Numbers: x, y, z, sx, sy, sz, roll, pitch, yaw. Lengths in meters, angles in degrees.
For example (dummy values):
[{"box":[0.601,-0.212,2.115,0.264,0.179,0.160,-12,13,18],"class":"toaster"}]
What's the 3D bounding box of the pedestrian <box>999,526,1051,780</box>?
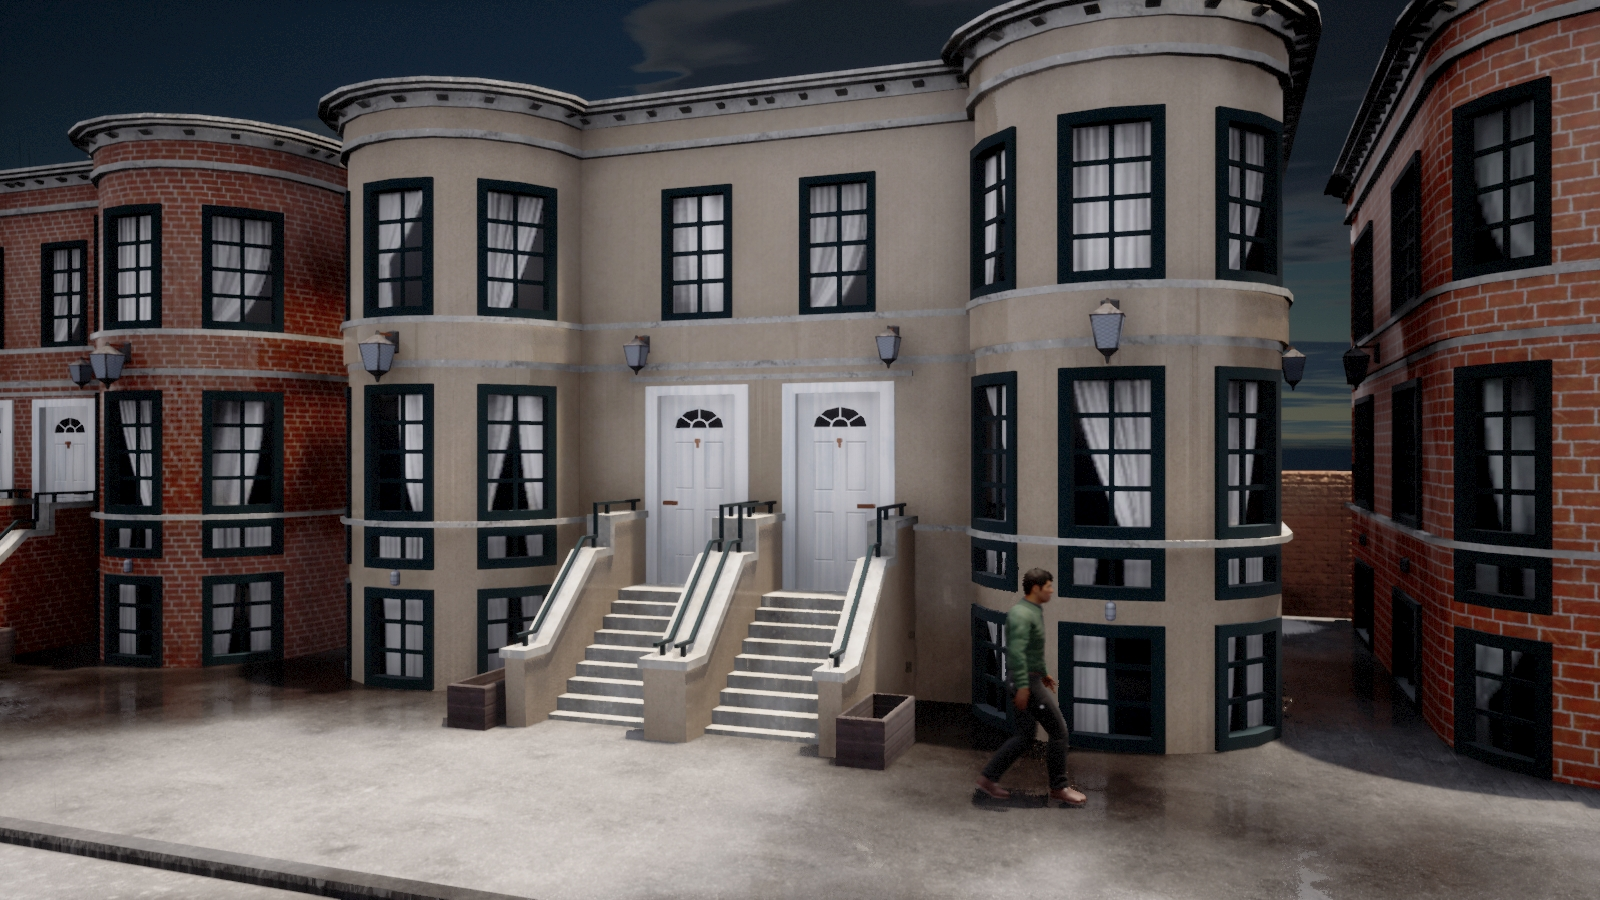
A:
[{"box":[1.714,1.525,8.727,0.375,1.860,0.375,0,0,9],"class":"pedestrian"}]
